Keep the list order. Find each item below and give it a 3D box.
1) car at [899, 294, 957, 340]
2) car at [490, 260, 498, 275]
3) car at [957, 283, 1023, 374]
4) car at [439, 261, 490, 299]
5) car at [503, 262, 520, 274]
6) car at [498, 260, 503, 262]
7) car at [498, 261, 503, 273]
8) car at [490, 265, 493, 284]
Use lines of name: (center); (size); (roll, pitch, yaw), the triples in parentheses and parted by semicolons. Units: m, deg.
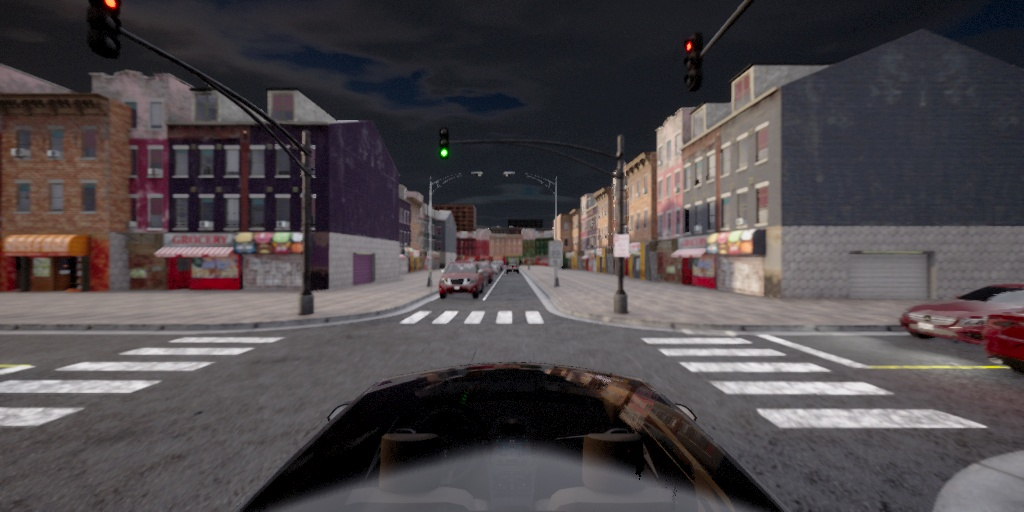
car: (11.751, 1.340, 8.092); (4.674, 1.442, 1.812); (0, 0, 2)
car: (-2.643, 1.338, 30.575); (2.192, 1.841, 5.009); (0, 0, 0)
car: (10.350, 1.285, 5.335); (5.008, 1.535, 1.882); (0, -1, 0)
car: (-2.641, 1.232, 19.722); (2.192, 1.841, 5.009); (0, 0, 0)
car: (0.093, 1.733, 50.571); (1.837, 1.490, 4.892); (0, -1, 0)
car: (-2.646, 1.771, 52.112); (1.751, 1.417, 4.829); (0, 0, 0)
car: (-2.645, 1.739, 46.855); (2.007, 1.370, 4.403); (0, 0, 0)
car: (-2.642, 1.536, 25.148); (1.948, 1.339, 4.313); (0, 0, 0)
